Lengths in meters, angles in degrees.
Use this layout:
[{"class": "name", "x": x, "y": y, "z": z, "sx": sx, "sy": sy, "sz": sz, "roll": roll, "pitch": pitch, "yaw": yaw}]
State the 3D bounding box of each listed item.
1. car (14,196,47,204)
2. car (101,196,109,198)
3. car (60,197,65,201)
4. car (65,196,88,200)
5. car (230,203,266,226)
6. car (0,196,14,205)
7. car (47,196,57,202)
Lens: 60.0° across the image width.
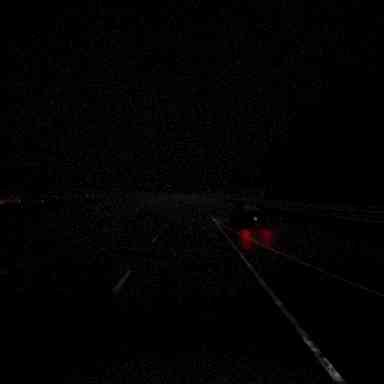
[{"class": "car", "x": -24.549, "y": 1.472, "z": 50.830, "sx": 1.837, "sy": 1.490, "sz": 4.892, "roll": 0, "pitch": 0, "yaw": 1}, {"class": "car", "x": -17.505, "y": 1.554, "z": 67.237, "sx": 1.895, "sy": 1.301, "sz": 4.718, "roll": 0, "pitch": 0, "yaw": 0}, {"class": "car", "x": -24.504, "y": 1.553, "z": 66.009, "sx": 1.895, "sy": 1.301, "sz": 4.718, "roll": 0, "pitch": 0, "yaw": 0}, {"class": "car", "x": -17.553, "y": 1.457, "z": 52.060, "sx": 2.128, "sy": 1.511, "sz": 4.902, "roll": 0, "pitch": 0, "yaw": 0}, {"class": "car", "x": 3.861, "y": 1.510, "z": 23.311, "sx": 1.812, "sy": 1.442, "sz": 4.674, "roll": 0, "pitch": 0, "yaw": -4}, {"class": "car", "x": -28.045, "y": 1.444, "z": 50.485, "sx": 1.882, "sy": 1.535, "sz": 5.008, "roll": 0, "pitch": 0, "yaw": 1}, {"class": "car", "x": -28.006, "y": 1.511, "z": 64.714, "sx": 1.994, "sy": 1.385, "sz": 4.181, "roll": 0, "pitch": 0, "yaw": 0}]
